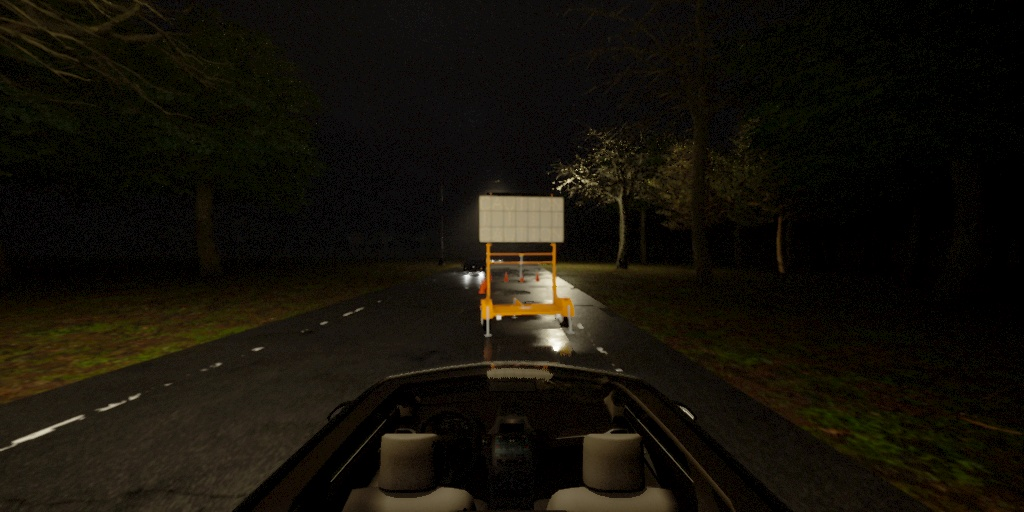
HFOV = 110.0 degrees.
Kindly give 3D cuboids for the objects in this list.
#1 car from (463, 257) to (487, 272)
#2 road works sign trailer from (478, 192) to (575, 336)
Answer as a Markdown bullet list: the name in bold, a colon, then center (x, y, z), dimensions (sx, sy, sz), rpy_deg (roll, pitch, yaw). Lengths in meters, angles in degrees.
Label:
- **car**: center (-3.405, 0.759, 33.947), dimensions (1.994, 1.385, 4.181), rpy_deg (0, 1, 0)
- **road works sign trailer**: center (0.248, 0.065, 9.953), dimensions (2.380, 3.560, 2.880), rpy_deg (0, 0, -8)
